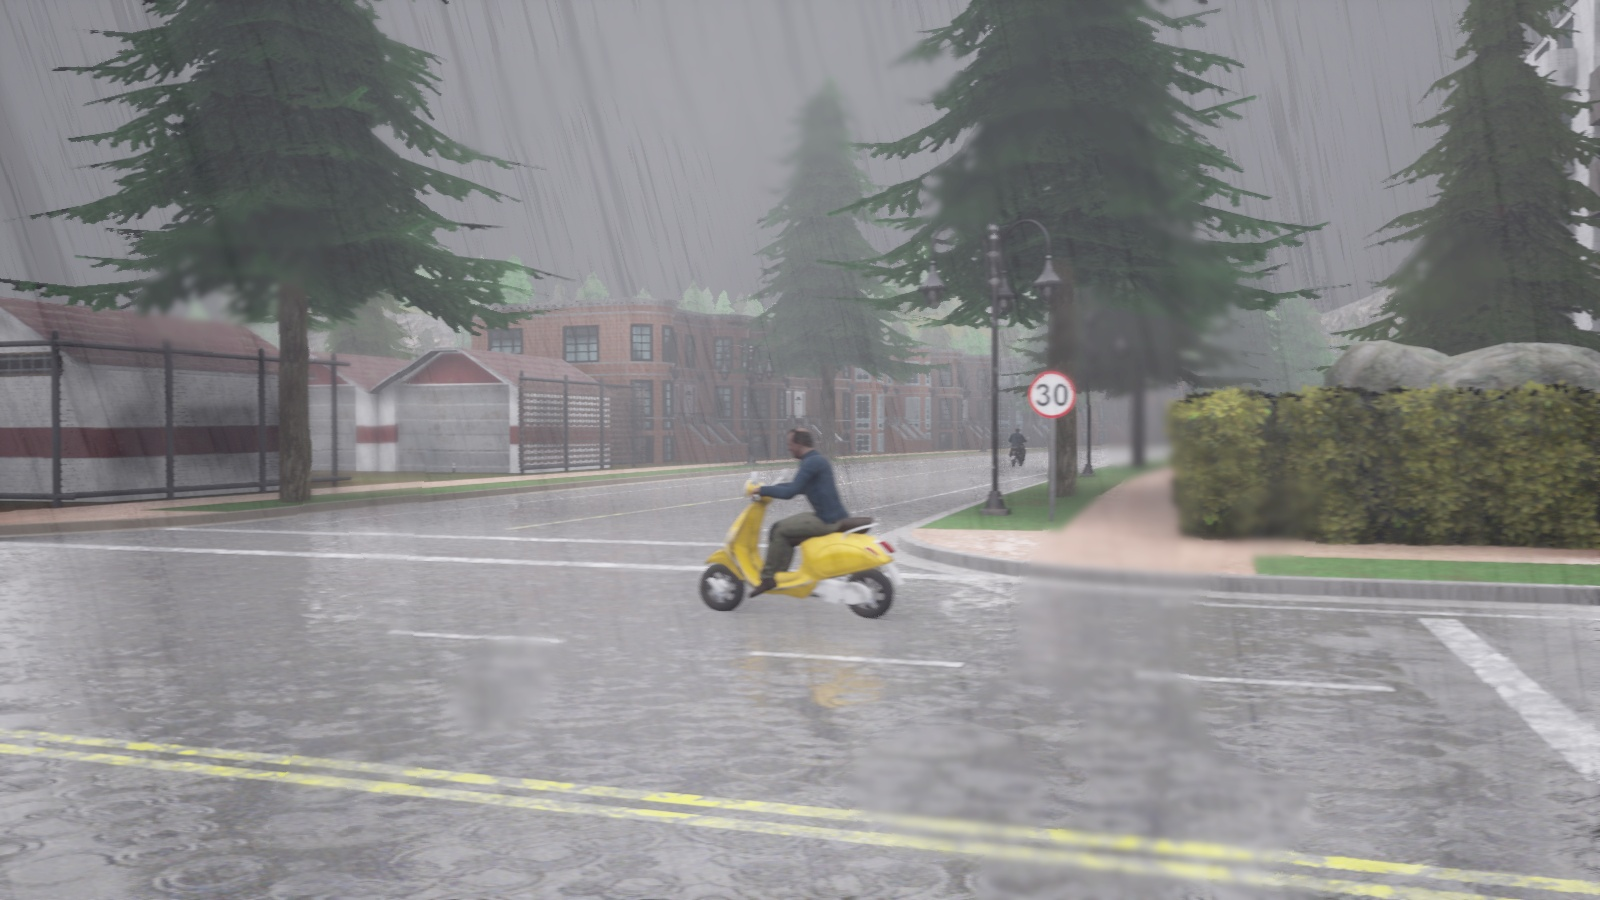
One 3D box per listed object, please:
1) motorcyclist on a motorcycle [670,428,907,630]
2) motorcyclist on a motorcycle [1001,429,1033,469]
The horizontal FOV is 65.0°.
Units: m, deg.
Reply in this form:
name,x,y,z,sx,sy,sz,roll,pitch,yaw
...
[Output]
name,x,y,z,sx,sy,sz,roll,pitch,yaw
motorcyclist on a motorcycle,-0.087,0.610,10.606,1.817,1.590,0.866,1,1,19
motorcyclist on a motorcycle,8.846,-0.045,51.159,0.866,1.590,1.817,1,1,23
